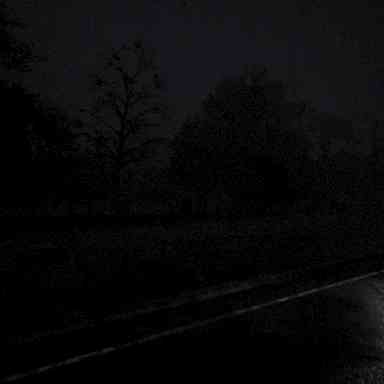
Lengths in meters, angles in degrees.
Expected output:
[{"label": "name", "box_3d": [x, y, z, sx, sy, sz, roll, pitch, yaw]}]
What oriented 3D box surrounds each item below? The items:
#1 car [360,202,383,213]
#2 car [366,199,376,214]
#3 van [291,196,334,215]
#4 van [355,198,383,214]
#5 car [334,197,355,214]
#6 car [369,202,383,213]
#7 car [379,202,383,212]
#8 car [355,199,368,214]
[{"label": "car", "box_3d": [26.978, 2.226, 47.527, 2.097, 1.535, 5.008, 2, -1, -35]}, {"label": "car", "box_3d": [20.313, 1.978, 42.782, 2.231, 1.521, 4.892, 2, -1, -35]}, {"label": "van", "box_3d": [13.382, 1.519, 38.001, 1.878, 1.987, 4.442, 2, -1, -35]}, {"label": "van", "box_3d": [22.503, 1.835, 44.492, 1.878, 1.987, 4.442, 2, -1, -35]}, {"label": "car", "box_3d": [15.790, 1.565, 39.605, 2.435, 2.045, 5.566, 2, -1, -35]}, {"label": "car", "box_3d": [29.336, 2.314, 49.206, 2.097, 1.535, 5.008, 2, -1, -35]}, {"label": "car", "box_3d": [31.593, 2.399, 50.811, 2.231, 1.521, 4.892, 2, -1, -35]}, {"label": "car", "box_3d": [18.163, 1.891, 41.032, 1.946, 1.575, 5.366, 2, -1, -35]}]
